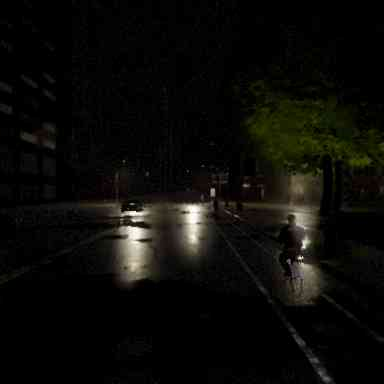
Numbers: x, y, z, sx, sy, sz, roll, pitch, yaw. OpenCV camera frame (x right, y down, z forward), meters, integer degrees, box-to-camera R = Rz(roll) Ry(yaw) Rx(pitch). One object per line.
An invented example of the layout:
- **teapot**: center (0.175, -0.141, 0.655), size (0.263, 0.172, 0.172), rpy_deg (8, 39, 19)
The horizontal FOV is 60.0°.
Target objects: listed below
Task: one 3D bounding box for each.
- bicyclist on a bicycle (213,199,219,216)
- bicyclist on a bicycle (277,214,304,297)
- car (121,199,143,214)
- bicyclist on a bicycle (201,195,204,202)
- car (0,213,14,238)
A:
- **bicyclist on a bicycle**: center (2.278, 1.501, 31.757), size (0.582, 1.620, 1.656), rpy_deg (0, -1, 0)
- **bicyclist on a bicycle**: center (2.243, 1.377, 7.713), size (0.659, 1.776, 1.843), rpy_deg (0, 0, 0)
- **car**: center (-6.556, 1.569, 36.691), size (1.837, 1.490, 4.892), rpy_deg (0, -1, 0)
- **bicyclist on a bicycle**: center (2.308, 1.538, 74.718), size (0.659, 1.776, 1.843), rpy_deg (0, 0, 0)
- **car**: center (-9.838, 1.539, 14.945), size (1.812, 1.442, 4.674), rpy_deg (0, 0, 0)
